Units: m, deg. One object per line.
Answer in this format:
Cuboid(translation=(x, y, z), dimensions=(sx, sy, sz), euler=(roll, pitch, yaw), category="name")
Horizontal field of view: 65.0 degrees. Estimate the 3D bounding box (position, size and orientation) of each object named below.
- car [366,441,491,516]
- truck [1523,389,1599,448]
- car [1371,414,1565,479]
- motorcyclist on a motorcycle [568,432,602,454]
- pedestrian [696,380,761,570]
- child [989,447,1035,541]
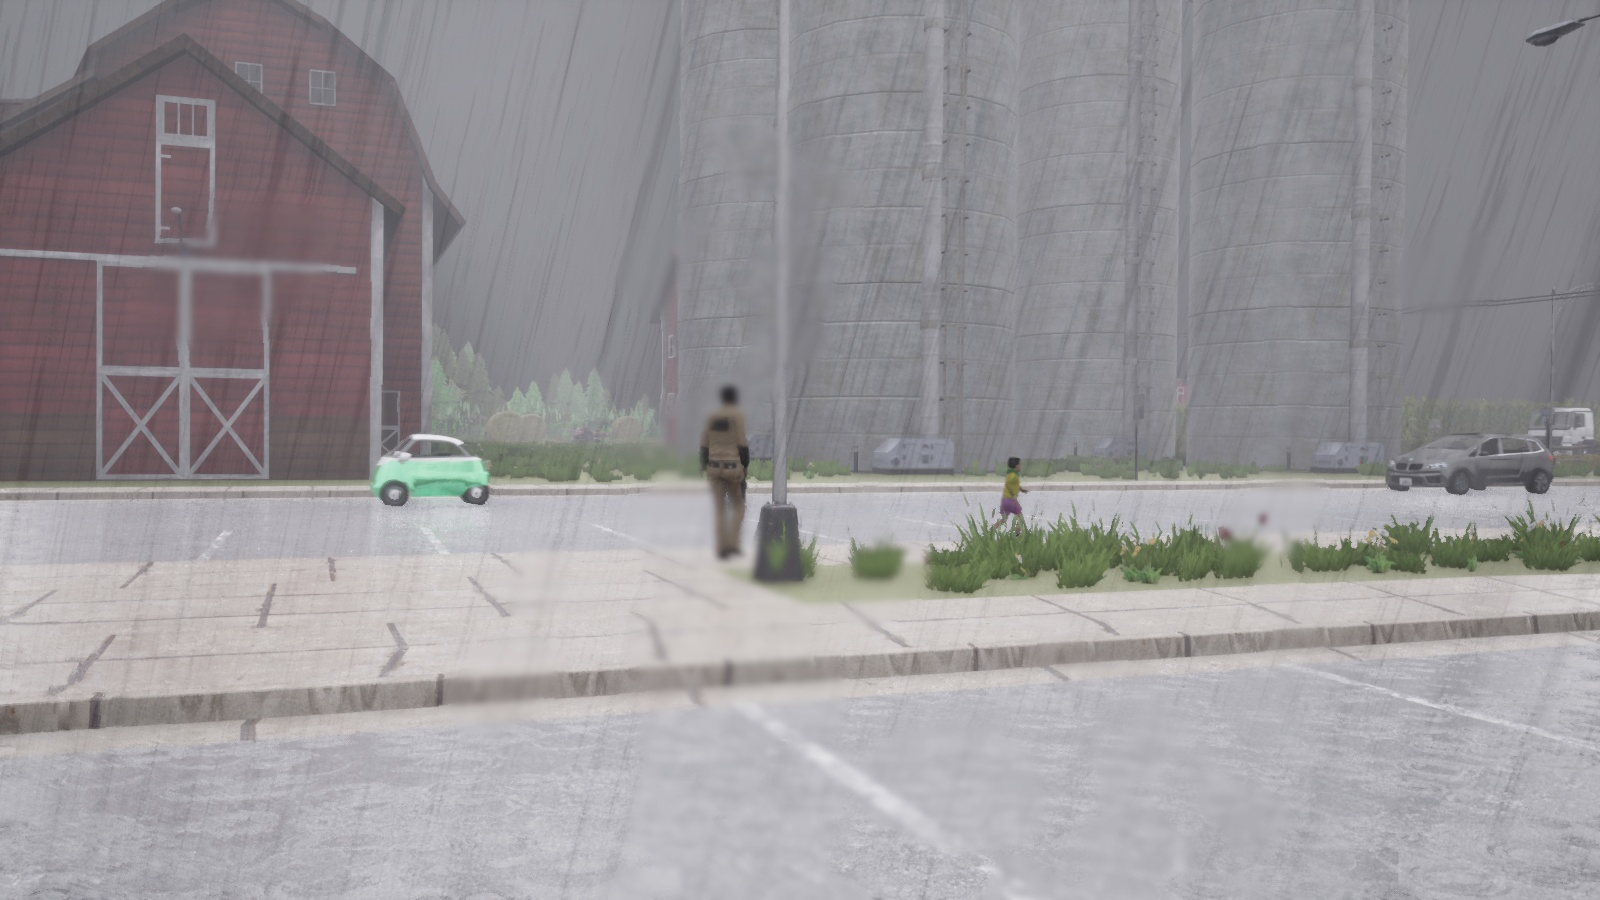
Cuboid(translation=(-7.260, 0.533, 24.515), dimensions=(2.207, 1.376, 1.481), euler=(-1, 1, -21), category="car")
Cuboid(translation=(48.407, -1.957, 76.752), dimensions=(7.936, 3.462, 2.891), euler=(-1, 1, -20), category="truck")
Cuboid(translation=(18.360, -0.117, 34.534), dimensions=(4.611, 1.667, 2.242), euler=(-1, 1, -21), category="car")
Cuboid(translation=(-15.220, -0.476, 88.956), dimensions=(2.191, 1.530, 0.866), euler=(-1, 1, -21), category="motorcyclist on a motorcycle")
Cuboid(translation=(-0.736, 0.248, 13.100), dimensions=(0.396, 1.930, 0.692), euler=(0, 1, 22), category="pedestrian")
Cuboid(translation=(2.662, 0.548, 15.785), dimensions=(0.473, 1.160, 0.299), euler=(-1, 1, -22), category="child")
